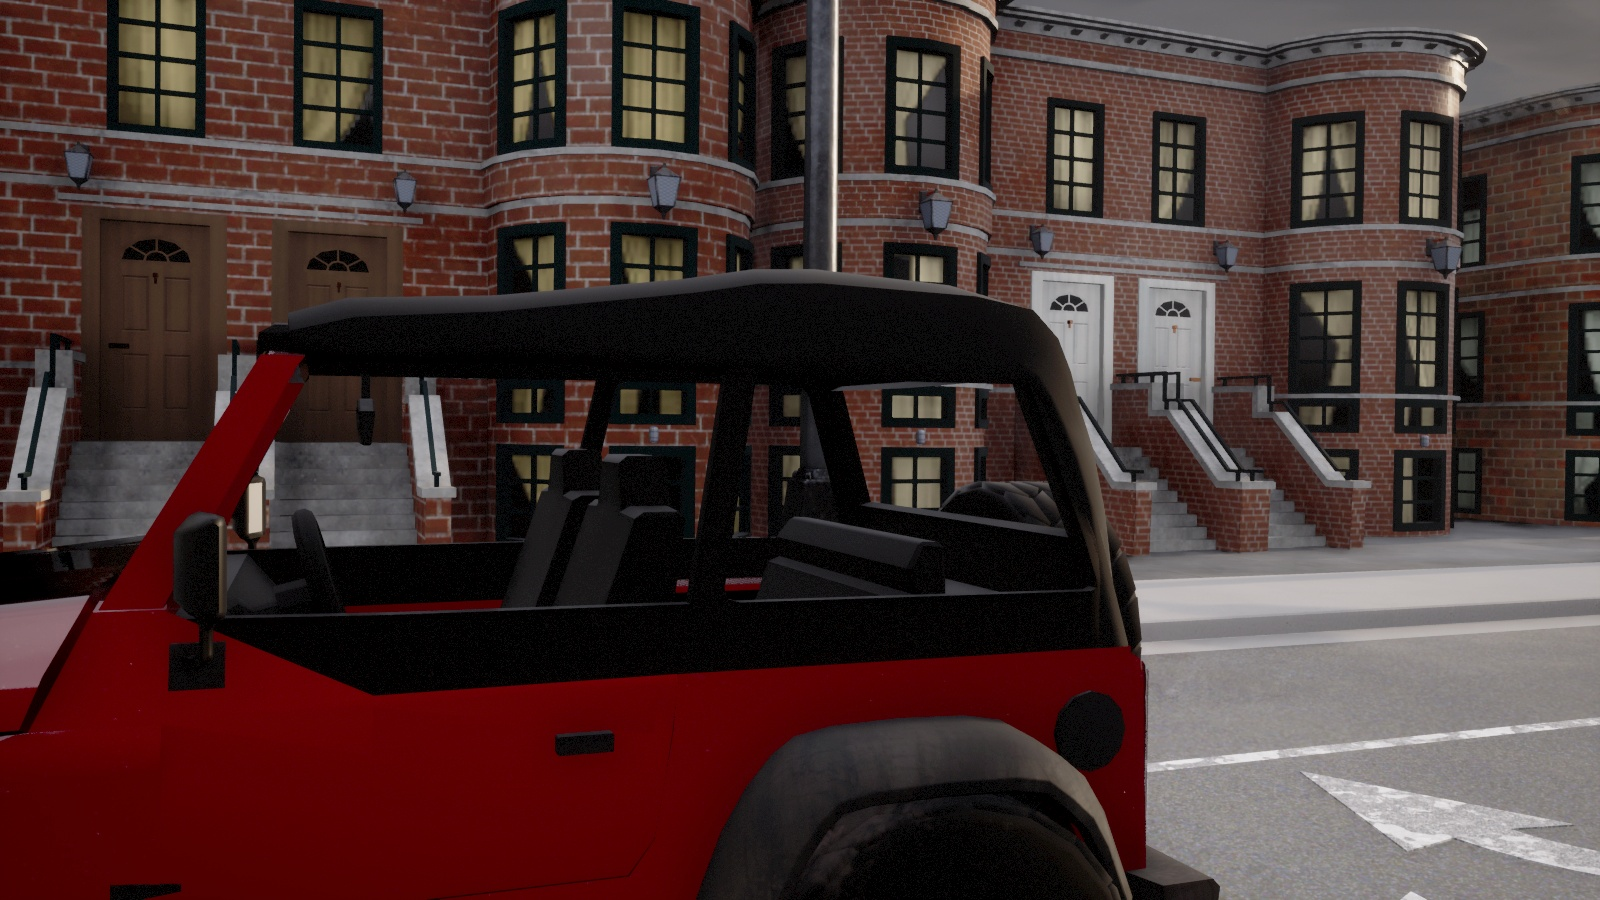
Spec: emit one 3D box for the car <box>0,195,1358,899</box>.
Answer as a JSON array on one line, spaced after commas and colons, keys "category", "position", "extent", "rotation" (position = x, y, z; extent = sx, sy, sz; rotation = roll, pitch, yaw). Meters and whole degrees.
[{"category": "car", "position": [-0.955, 0.557, 2.881], "extent": [3.866, 1.878, 1.905], "rotation": [-1, 1, -21]}]
